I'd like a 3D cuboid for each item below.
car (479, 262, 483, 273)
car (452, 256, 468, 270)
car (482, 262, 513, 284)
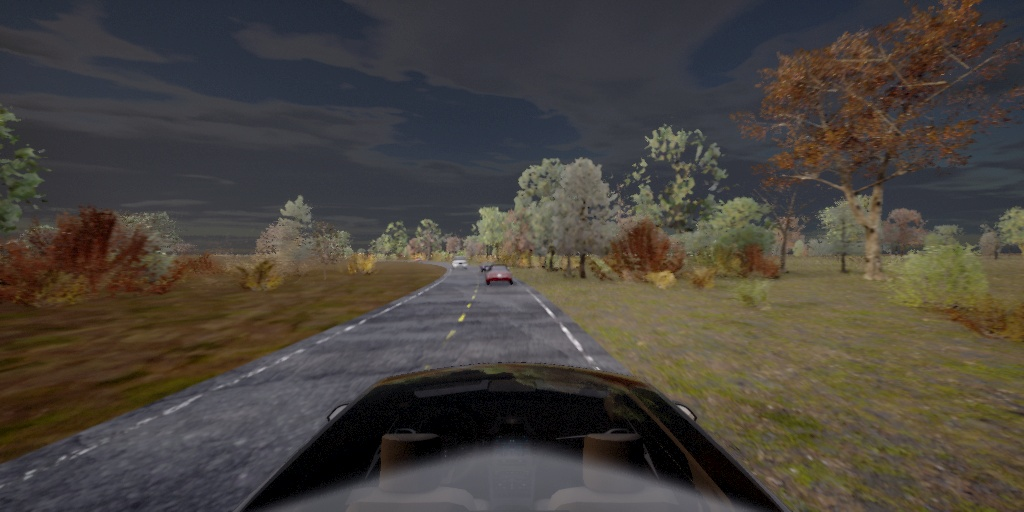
[{"bbox_3d":[-3.100,1.399,45.013,1.895,1.301,4.718,0,0,-8],"label":"car"},{"bbox_3d":[-8.218,1.060,56.500,2.150,2.045,5.566,0,0,-10],"label":"car"},{"bbox_3d":[-1.047,1.339,27.511,1.994,1.385,4.181,0,0,-5],"label":"car"}]
